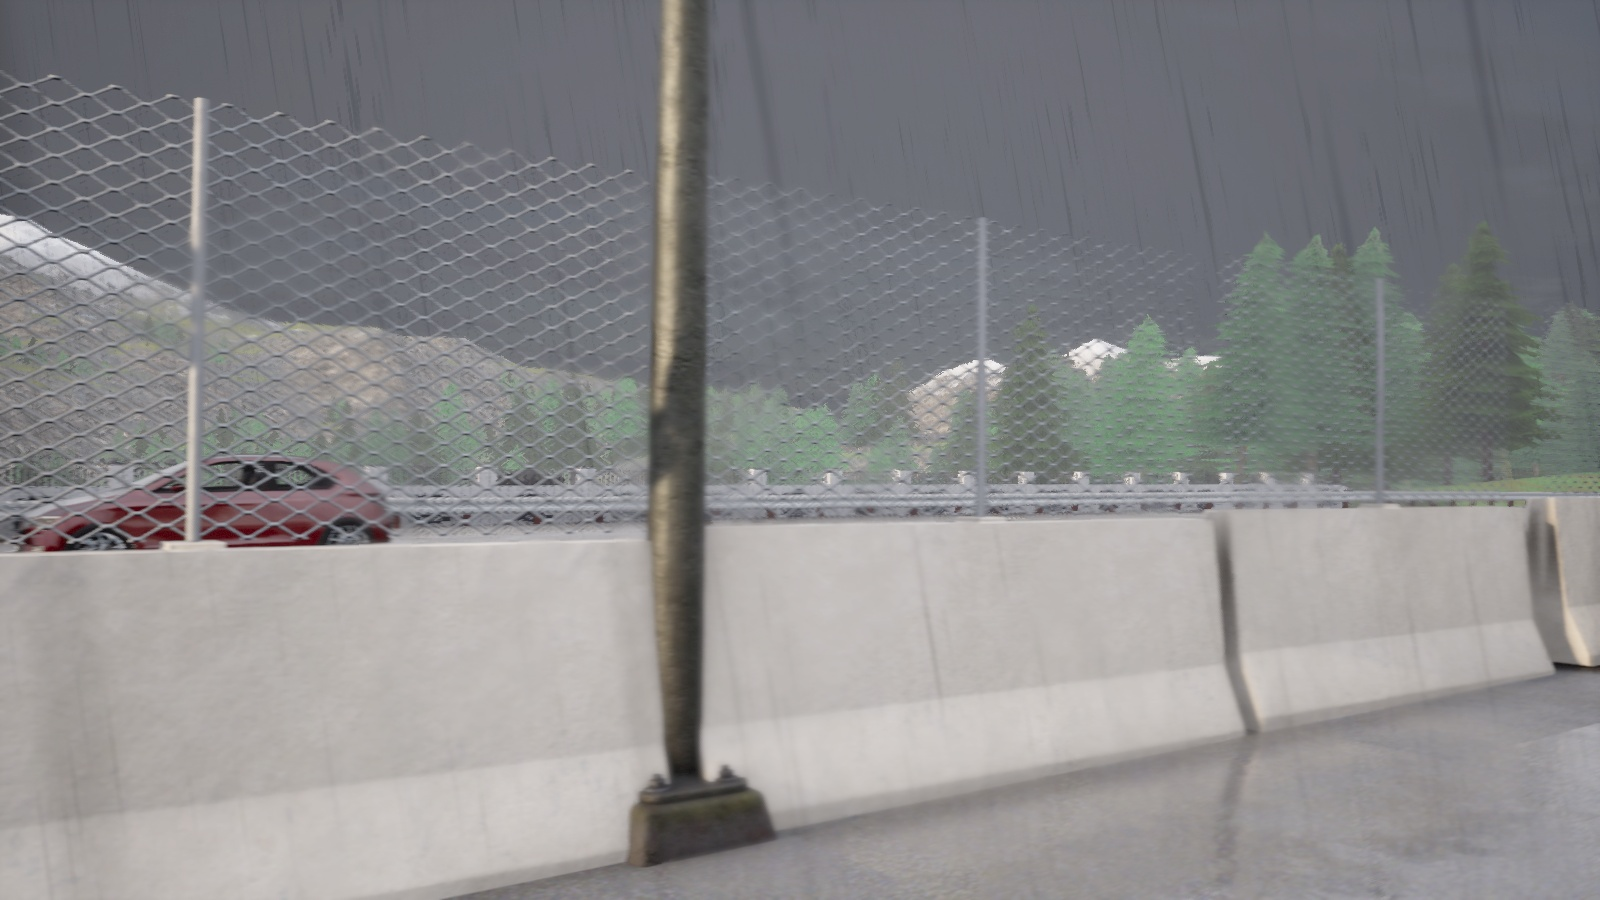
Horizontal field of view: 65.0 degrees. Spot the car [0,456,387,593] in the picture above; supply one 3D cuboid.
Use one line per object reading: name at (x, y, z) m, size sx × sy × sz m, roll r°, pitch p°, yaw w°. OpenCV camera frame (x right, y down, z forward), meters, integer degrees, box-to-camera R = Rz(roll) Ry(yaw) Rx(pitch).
car at (-7.491, 0.814, 15.502) m, size 4.193 × 1.474 × 1.816 m, roll 0°, pitch 0°, yaw -35°
